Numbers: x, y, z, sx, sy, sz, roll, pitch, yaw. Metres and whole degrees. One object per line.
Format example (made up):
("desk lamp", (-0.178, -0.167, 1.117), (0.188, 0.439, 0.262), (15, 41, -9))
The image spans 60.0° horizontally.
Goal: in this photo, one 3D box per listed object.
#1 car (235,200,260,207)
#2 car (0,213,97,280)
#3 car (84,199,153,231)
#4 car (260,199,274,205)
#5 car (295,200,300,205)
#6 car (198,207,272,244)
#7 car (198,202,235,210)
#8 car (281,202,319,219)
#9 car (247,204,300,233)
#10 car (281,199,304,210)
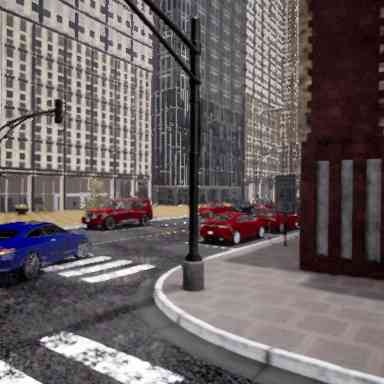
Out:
("car", (5.056, 1.705, 35.063), (1.947, 1.339, 4.313), (0, 0, 36))
("car", (-4.922, 1.609, 10.246), (1.812, 1.442, 4.674), (-1, 0, 9))
("car", (-4.661, 1.370, 21.626), (2.192, 1.841, 5.009), (0, 0, 36))
("car", (8.296, 1.609, 39.542), (1.967, 1.590, 4.097), (0, 0, 36))
("car", (8.605, 1.651, 25.672), (1.967, 1.590, 4.097), (0, 0, 36))
("car", (2.126, 1.700, 16.714), (1.887, 1.381, 4.507), (0, 0, 36))
("car", (1.816, 1.655, 30.583), (1.887, 1.381, 4.507), (0, 0, 36))
("car", (10.849, 1.766, 33.184), (2.033, 1.411, 5.357), (1, 0, 36))
("car", (5.365, 1.727, 21.193), (1.887, 1.381, 4.507), (0, 0, 36))
("car", (14.675, 1.756, 48.361), (1.752, 1.417, 4.829), (0, 0, 36))
